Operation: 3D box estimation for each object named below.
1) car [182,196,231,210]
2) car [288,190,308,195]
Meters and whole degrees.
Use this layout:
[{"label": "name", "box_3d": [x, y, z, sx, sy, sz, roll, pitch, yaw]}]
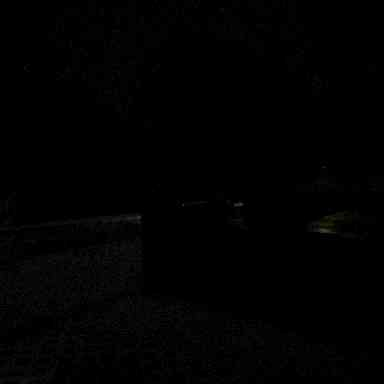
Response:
[{"label": "car", "box_3d": [1.212, 1.004, 26.372, 1.895, 1.301, 4.718, 0, 2, 36]}, {"label": "car", "box_3d": [14.499, 0.405, 44.751, 1.895, 1.301, 4.718, 0, 2, 36]}]
